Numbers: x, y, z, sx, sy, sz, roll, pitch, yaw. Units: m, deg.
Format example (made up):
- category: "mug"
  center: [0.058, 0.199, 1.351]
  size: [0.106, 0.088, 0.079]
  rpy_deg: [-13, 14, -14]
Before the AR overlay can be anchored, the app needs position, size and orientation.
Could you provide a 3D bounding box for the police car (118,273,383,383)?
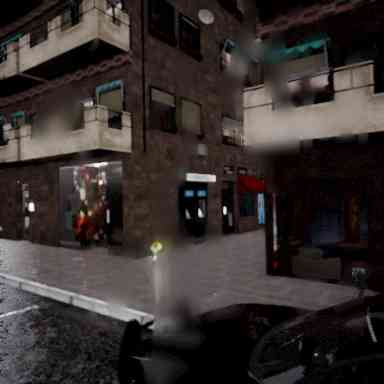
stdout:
- category: "police car"
  center: [1.609, 1.424, 2.270]
  size: [5.238, 1.638, 1.930]
  rpy_deg: [-1, 0, 36]
